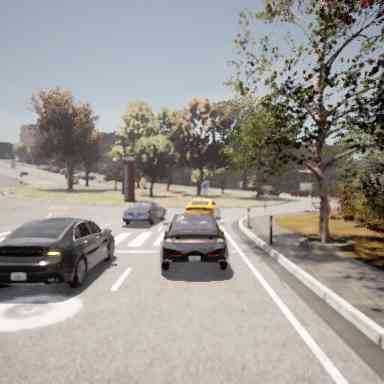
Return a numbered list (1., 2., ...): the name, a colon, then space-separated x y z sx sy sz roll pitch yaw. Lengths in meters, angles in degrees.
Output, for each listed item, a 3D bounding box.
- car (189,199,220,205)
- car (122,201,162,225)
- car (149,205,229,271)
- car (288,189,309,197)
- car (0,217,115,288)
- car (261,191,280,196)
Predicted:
1. car: 0.837 1.218 23.324 1.882 1.535 5.008 0 1 12
2. car: -3.012 1.307 21.939 2.033 1.411 5.357 0 1 7
3. car: 0.060 1.408 10.648 2.128 1.511 4.902 0 1 0
4. car: 20.455 0.184 63.967 1.882 1.535 5.008 0 2 -15
5. car: -3.442 1.440 9.031 1.837 1.490 4.892 0 0 0
6. car: 15.847 0.093 67.642 2.128 1.511 4.902 -1 2 -24
